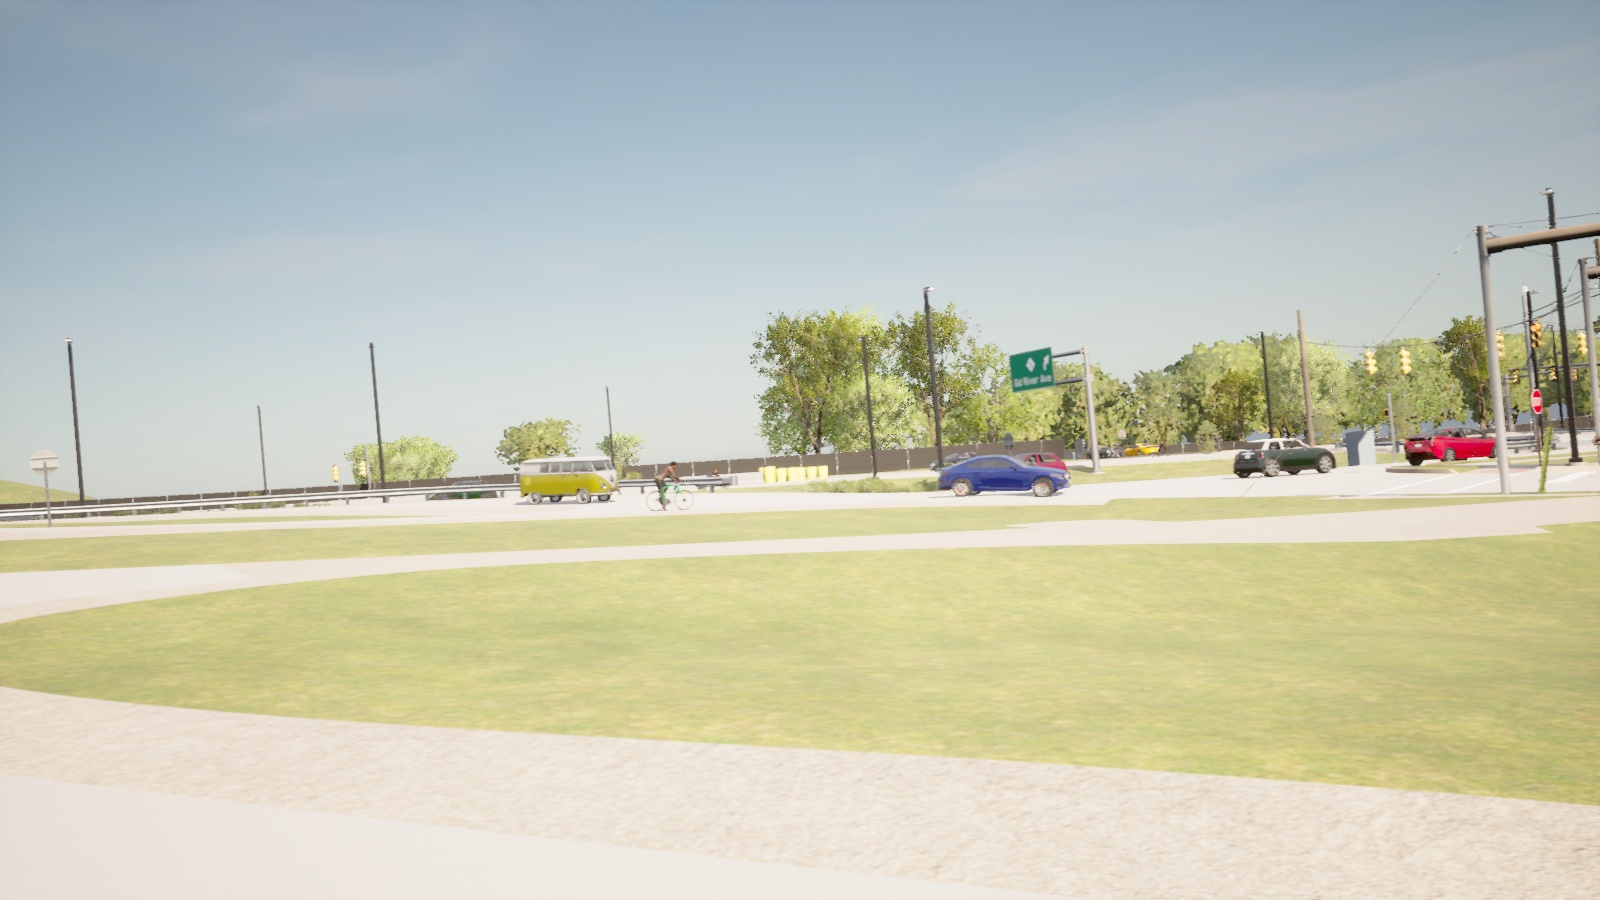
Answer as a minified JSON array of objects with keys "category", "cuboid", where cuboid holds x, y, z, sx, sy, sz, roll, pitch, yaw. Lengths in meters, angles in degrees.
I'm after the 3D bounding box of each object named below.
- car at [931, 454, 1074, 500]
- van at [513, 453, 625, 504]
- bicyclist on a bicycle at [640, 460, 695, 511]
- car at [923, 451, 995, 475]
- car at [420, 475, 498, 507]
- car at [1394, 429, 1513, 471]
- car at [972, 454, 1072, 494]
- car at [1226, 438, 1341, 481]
[{"category":"car","cuboid":[7.172,0.956,44.454,4.674,1.442,1.812,-1,1,21]},{"category":"van","cuboid":[-9.847,1.222,53.440,4.442,1.987,1.775,-2,1,26]},{"category":"bicyclist on a bicycle","cuboid":[-4.351,1.168,41.197,1.656,1.620,0.582,-1,-2,-23]},{"category":"car","cuboid":[12.116,0.995,95.597,4.902,1.511,2.128,-3,-1,-23]},{"category":"car","cuboid":[-22.090,2.672,81.251,4.553,1.767,2.097,-3,-1,-23]},{"category":"car","cuboid":[27.522,-0.012,52.909,4.514,1.525,2.007,-2,-1,-24]},{"category":"car","cuboid":[9.176,0.991,51.953,3.633,1.501,1.845,-2,-1,-28]},{"category":"car","cuboid":[18.960,0.380,49.259,3.806,1.475,1.970,-3,-1,-21]}]
